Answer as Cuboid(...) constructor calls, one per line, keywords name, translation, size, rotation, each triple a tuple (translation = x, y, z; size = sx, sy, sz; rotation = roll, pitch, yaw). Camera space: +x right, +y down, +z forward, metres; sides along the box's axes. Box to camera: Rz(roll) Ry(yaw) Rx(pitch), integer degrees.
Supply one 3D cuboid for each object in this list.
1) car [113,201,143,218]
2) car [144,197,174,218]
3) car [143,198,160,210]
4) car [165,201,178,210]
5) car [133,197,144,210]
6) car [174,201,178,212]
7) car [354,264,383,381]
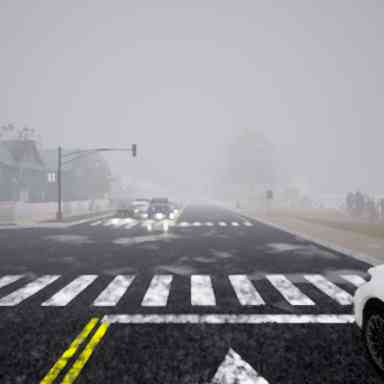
Cuboid(name="car", translation=(-6.578, 1.907, 33.685), size=(1.994, 1.385, 4.181), rotation=(0, -1, 0))
Cuboid(name="car", translation=(-3.347, 1.576, 34.748), size=(2.150, 2.045, 5.566), rotation=(0, -1, -2))
Cuboid(name="car", translation=(-6.552, 1.919, 54.253), size=(2.097, 1.767, 4.553), rotation=(0, -1, 0))
Cuboid(name="car", translation=(-3.300, 2.174, 54.817), size=(1.895, 1.301, 4.718), rotation=(0, -1, 0))
Cuboid(name="car", translation=(-6.570, 1.680, 44.308), size=(2.150, 2.045, 5.566), rotation=(0, -1, 0))
Cuboid(name="car", translation=(-3.323, 2.063, 44.726), size=(1.895, 1.301, 4.718), rotation=(0, -1, 0))
Cuboid(name="car", translation=(3.350, 1.246, 2.319), size=(2.150, 2.045, 5.566), rotation=(0, 0, 0))
